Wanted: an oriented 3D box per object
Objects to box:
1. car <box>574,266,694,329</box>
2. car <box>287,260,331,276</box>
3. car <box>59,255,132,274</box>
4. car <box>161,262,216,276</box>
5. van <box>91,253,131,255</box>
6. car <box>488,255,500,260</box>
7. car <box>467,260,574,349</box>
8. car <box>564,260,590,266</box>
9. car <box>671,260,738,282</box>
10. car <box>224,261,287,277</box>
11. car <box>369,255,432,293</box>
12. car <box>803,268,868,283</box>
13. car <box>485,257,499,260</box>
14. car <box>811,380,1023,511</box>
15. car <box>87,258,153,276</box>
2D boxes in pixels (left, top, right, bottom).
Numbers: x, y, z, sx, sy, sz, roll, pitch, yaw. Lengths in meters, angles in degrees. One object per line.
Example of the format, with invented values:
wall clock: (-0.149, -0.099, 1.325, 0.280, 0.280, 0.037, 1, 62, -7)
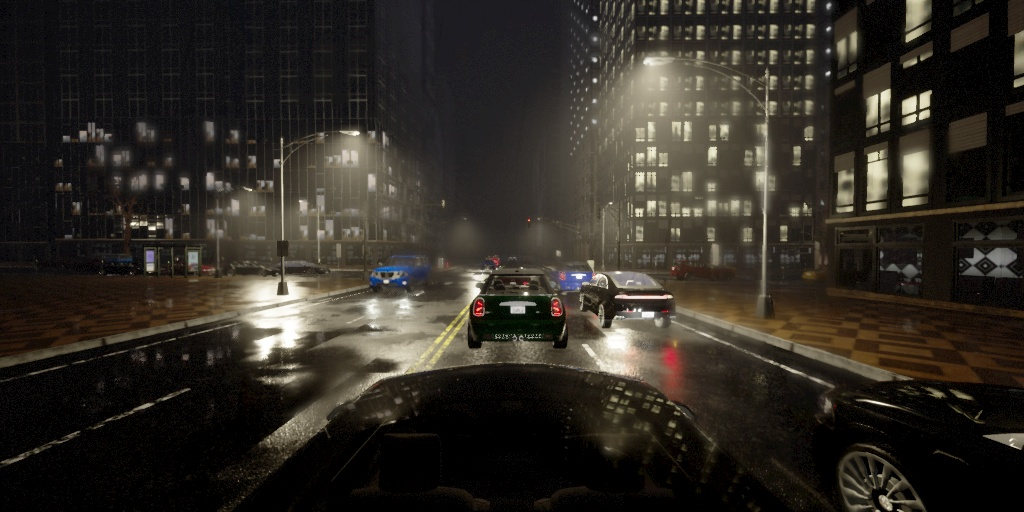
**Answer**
car: (3.363, 1.237, 11.294, 2.128, 1.511, 4.902, 0, 0, 0)
car: (-20.195, 1.134, 34.015, 5.357, 1.411, 2.033, 1, 1, 1)
car: (-39.902, 0.933, 34.452, 4.674, 1.442, 1.812, 1, 1, 1)
car: (-28.376, 1.138, 31.505, 4.207, 1.307, 1.802, 0, 0, 1)
van: (-45.236, 0.605, 40.361, 3.998, 1.789, 1.690, 0, 0, 1)
car: (-3.251, 0.925, 61.045, 2.150, 2.045, 5.566, 0, 0, 0)
car: (0.111, 1.099, 9.320, 2.097, 1.767, 4.553, 0, 0, 0)
car: (3.375, 1.092, 20.136, 2.097, 1.767, 4.553, 0, 0, 0)
car: (16.232, 1.269, 30.785, 5.009, 1.841, 2.192, 0, 0, 1)
car: (-22.692, 1.173, 31.364, 4.313, 1.339, 1.948, 0, 0, 1)
car: (-6.352, 0.959, 21.216, 2.150, 2.045, 5.566, 0, 0, 3)
car: (27.680, 1.578, 30.573, 4.829, 1.417, 1.751, 0, 0, 1)
car: (-3.281, 1.241, 50.822, 1.812, 1.442, 4.674, 0, 0, 0)
car: (3.344, 1.242, 0.902, 2.128, 1.511, 4.902, 0, 0, 0)
car: (-34.056, 1.069, 31.685, 4.313, 1.339, 1.948, 0, 0, 1)
